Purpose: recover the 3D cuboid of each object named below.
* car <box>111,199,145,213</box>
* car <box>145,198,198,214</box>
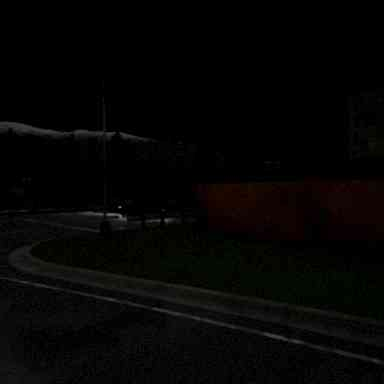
[{"bbox_3d":[-6.248,1.430,35.072,1.812,1.442,4.674,0,1,44],"label":"car"},{"bbox_3d":[-1.444,1.373,29.970,1.882,1.535,5.008,0,1,43],"label":"car"}]
